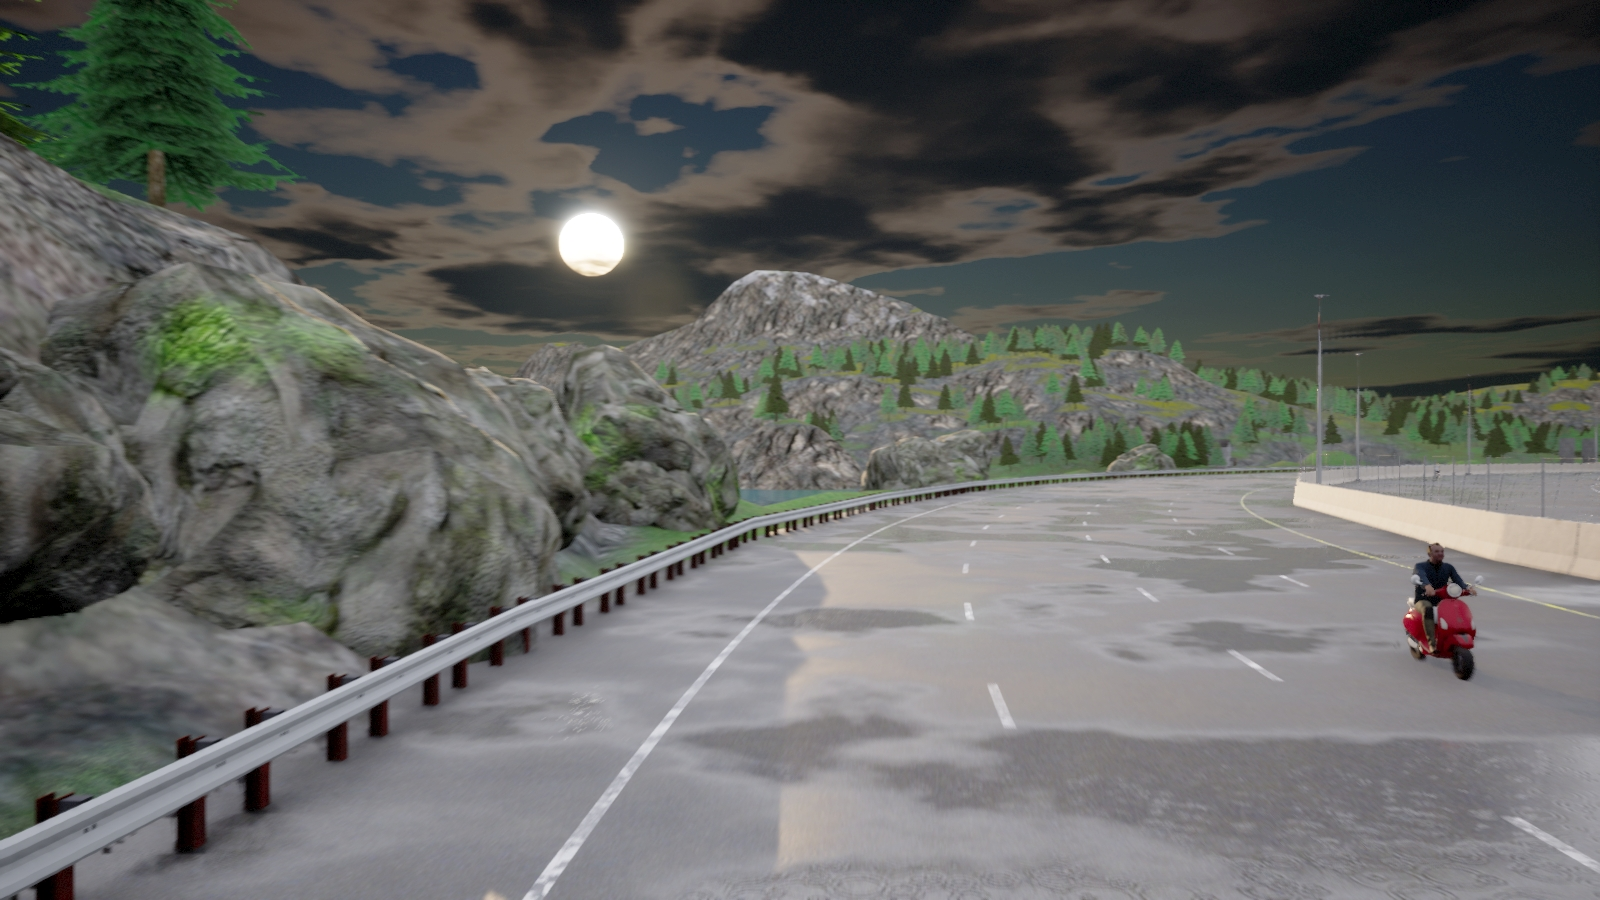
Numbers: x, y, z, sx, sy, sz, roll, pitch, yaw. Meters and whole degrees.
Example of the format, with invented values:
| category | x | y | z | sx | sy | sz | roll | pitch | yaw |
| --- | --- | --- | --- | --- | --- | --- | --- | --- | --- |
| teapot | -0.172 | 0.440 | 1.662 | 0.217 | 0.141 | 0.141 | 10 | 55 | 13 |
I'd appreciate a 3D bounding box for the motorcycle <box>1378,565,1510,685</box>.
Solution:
| category | x | y | z | sx | sy | sz | roll | pitch | yaw |
| --- | --- | --- | --- | --- | --- | --- | --- | --- | --- |
| motorcycle | 8.205 | 2.196 | 14.653 | 0.856 | 1.236 | 1.805 | 0 | 0 | 8 |
